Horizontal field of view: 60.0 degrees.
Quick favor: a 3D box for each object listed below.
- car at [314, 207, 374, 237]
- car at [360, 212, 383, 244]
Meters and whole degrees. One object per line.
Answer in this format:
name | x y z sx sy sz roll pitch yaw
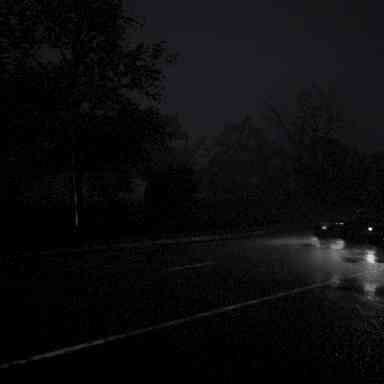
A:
car | 8.988 1.644 19.008 4.902 1.511 2.128 1 0 -36
car | 10.127 1.744 15.522 4.718 1.301 1.895 1 0 -36
